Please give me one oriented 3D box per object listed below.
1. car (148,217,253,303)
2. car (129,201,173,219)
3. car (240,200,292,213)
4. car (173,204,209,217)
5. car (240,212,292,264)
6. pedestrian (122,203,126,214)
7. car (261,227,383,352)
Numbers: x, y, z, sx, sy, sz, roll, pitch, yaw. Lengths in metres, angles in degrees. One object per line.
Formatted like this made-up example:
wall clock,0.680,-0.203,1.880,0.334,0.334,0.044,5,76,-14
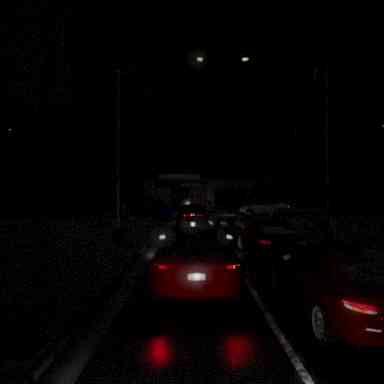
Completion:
car,0.095,1.555,8.224,1.994,1.385,4.181,0,0,0
car,-2.829,1.500,27.661,4.674,1.442,1.812,0,-1,0
car,6.731,1.455,30.571,4.674,1.442,1.812,-1,-1,0
car,-0.007,1.483,20.339,1.837,1.490,4.892,0,-1,-1
car,2.655,1.571,11.461,1.802,1.307,4.206,1,0,0
pedestrian,-6.814,1.634,33.538,0.500,1.100,0.500,0,0,0
car,2.653,1.576,6.022,1.802,1.307,4.206,1,0,0
